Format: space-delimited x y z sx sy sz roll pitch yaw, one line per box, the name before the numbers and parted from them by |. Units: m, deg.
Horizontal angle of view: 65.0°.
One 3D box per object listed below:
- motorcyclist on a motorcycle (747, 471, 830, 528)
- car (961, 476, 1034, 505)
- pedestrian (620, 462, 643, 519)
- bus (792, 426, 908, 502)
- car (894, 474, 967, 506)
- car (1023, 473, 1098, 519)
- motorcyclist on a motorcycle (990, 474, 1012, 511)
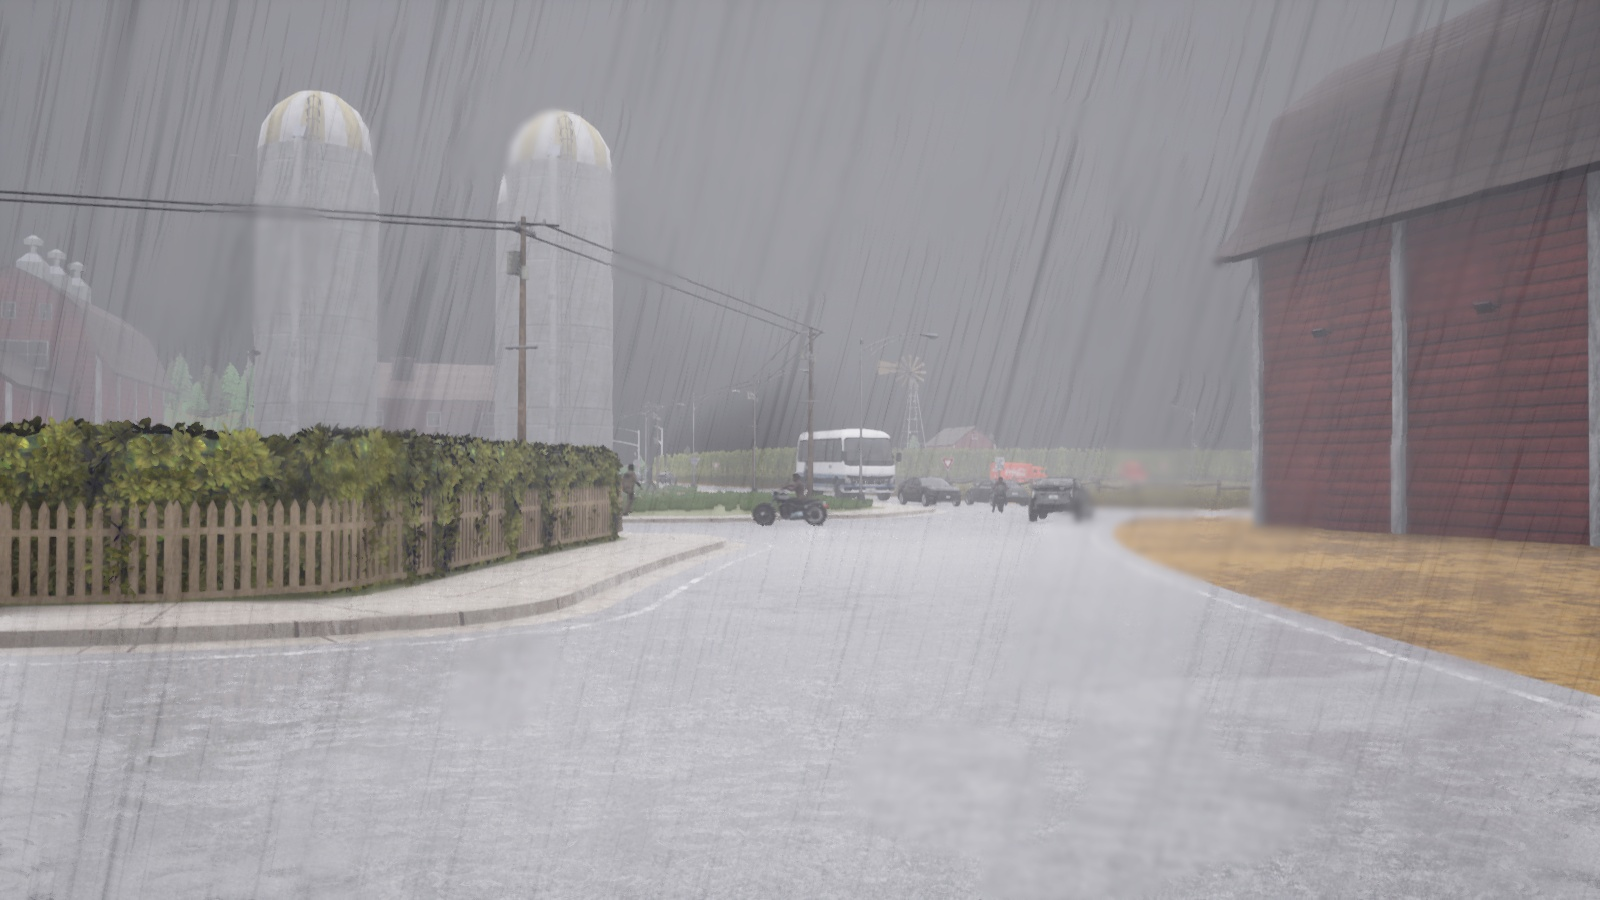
motorcyclist on a motorcycle | -0.354 1.507 38.047 2.350 1.649 0.766 -2 0 17
car | 10.057 2.059 64.245 1.994 1.385 4.181 0 -1 -18
pedestrian | -5.821 1.387 43.316 0.692 1.930 0.396 1 -1 -43
bus | 2.817 0.837 76.209 3.944 4.253 10.273 0 0 -17
car | 6.553 1.980 63.755 1.882 1.535 5.008 0 -1 -17
car | 9.196 1.580 44.067 2.007 1.525 4.514 -1 -1 19
motorcyclist on a motorcycle | 8.436 1.784 52.776 0.797 1.523 2.044 0 -1 6
